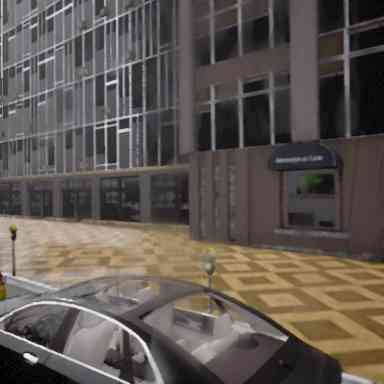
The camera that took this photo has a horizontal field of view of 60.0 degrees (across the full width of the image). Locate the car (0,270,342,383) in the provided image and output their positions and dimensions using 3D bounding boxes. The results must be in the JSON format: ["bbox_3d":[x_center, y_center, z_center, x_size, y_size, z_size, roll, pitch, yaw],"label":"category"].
[{"bbox_3d":[-0.830,1.543,3.326,4.403,1.369,2.008,0,-1,36],"label":"car"}]
